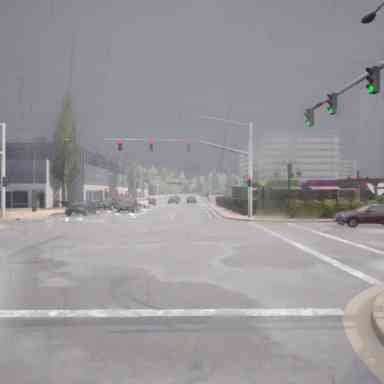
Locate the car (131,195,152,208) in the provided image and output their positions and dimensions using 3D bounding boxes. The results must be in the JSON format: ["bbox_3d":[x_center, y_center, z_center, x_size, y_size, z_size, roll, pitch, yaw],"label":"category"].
[{"bbox_3d":[-7.187,1.526,46.837,1.812,1.442,4.674,0,0,0],"label":"car"}]

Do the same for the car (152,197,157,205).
[{"bbox_3d":[-7.195,1.564,56.797,1.994,1.385,4.181,0,0,0],"label":"car"}]

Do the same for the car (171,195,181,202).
[{"bbox_3d":[-3.649,1.425,74.809,1.994,1.385,4.181,0,0,0],"label":"car"}]

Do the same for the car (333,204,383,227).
[{"bbox_3d":[11.762,1.526,21.899,4.674,1.442,1.812,0,0,1],"label":"car"}]

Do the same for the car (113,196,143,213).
[{"bbox_3d":[-7.175,1.505,37.651,1.837,1.490,4.892,0,0,0],"label":"car"}]

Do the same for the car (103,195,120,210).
[{"bbox_3d":[-10.683,1.505,42.113,1.837,1.490,4.892,0,0,0],"label":"car"}]

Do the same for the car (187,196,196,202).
[{"bbox_3d":[-0.149,1.468,74.848,1.895,1.301,4.718,0,0,0],"label":"car"}]

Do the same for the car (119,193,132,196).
[{"bbox_3d":[-10.697,1.221,52.717,2.150,2.045,5.566,0,0,0],"label":"car"}]

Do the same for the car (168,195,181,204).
[{"bbox_3d":[-3.629,1.547,64.536,2.033,1.411,5.357,0,0,0],"label":"car"}]

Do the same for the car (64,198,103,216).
[{"bbox_3d":[-10.665,1.547,32.557,2.033,1.411,5.357,0,0,0],"label":"car"}]

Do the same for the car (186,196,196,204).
[{"bbox_3d":[-0.129,1.491,64.543,2.128,1.511,4.902,0,0,0],"label":"car"}]

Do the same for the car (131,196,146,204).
[{"bbox_3d":[-10.643,1.547,66.815,2.033,1.411,5.357,0,0,1],"label":"car"}]
